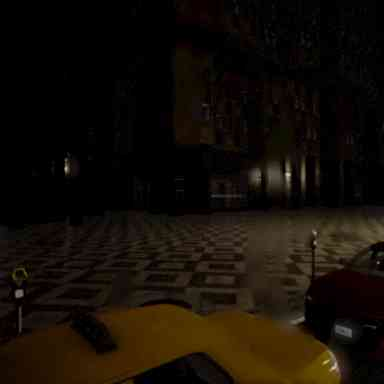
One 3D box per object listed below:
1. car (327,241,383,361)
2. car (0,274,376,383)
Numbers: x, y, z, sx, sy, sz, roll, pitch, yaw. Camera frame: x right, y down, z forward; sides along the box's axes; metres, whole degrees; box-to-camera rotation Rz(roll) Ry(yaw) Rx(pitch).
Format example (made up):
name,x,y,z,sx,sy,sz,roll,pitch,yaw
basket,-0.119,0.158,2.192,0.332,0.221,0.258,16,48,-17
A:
name,x,y,z,sx,sy,sz,roll,pitch,yaw
car,3.709,1.545,5.683,4.507,1.381,1.887,0,0,-38
car,-0.871,1.525,2.048,4.829,1.417,1.752,0,0,-38
